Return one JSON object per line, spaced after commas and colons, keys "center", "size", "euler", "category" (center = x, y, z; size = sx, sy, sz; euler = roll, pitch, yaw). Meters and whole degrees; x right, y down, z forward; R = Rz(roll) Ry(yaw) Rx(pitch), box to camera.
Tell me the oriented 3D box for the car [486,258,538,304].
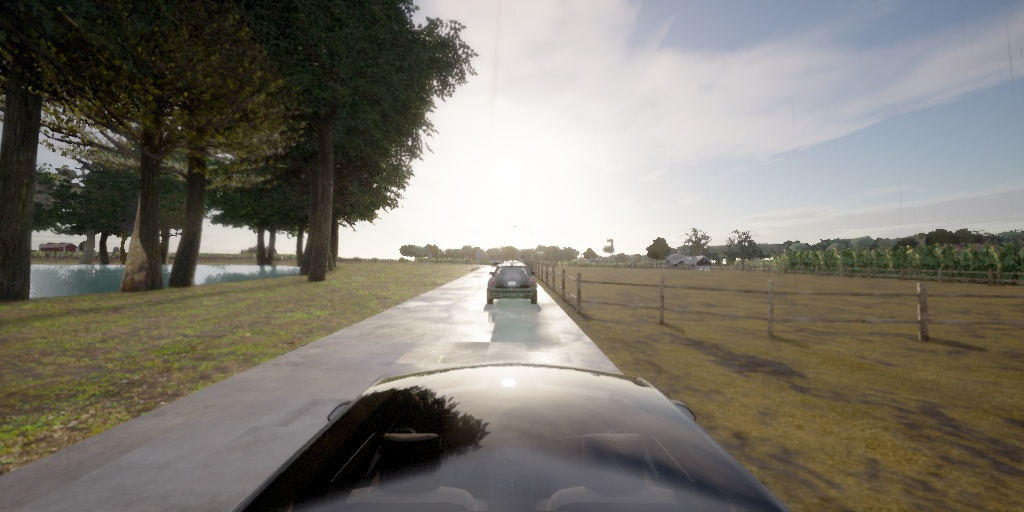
{"center": [0.000, 1.115, 16.481], "size": [2.097, 1.767, 4.553], "euler": [0, 0, 0], "category": "car"}
